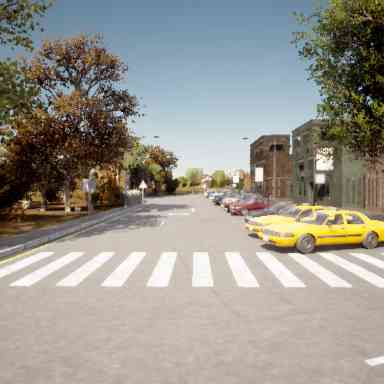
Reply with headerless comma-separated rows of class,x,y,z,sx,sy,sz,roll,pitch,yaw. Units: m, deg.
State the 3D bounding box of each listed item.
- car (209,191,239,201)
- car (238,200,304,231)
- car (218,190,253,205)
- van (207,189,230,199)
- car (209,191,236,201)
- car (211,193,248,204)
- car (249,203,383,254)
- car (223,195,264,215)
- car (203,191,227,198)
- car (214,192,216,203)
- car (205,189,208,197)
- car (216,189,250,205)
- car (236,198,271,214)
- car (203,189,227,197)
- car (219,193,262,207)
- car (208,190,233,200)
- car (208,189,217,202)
car,5.555,0.687,57.840,4.553,1.767,2.185,1,0,-20
car,5.156,1.318,15.762,5.366,1.575,1.946,0,1,-20
car,5.446,0.961,33.835,4.553,1.767,2.185,1,1,-20
van,5.790,0.443,72.904,4.442,1.987,1.878,1,0,-20
car,5.576,0.657,60.841,4.553,1.767,2.185,1,0,-20
car,5.491,0.939,48.827,4.792,1.488,2.163,1,1,-20
car,5.150,1.357,12.761,5.366,1.575,1.946,1,1,-20
car,5.380,1.203,27.826,4.674,1.452,2.002,0,1,-20
car,5.529,0.605,78.806,5.366,1.575,1.946,1,1,-20
car,5.450,1.053,39.834,4.674,1.452,2.002,1,0,-20
car,5.519,0.625,51.825,5.566,2.045,2.435,1,1,-20
car,5.466,0.924,36.836,4.553,1.767,2.185,1,1,-20
car,5.347,1.283,18.826,4.892,1.521,2.231,1,1,-20
car,5.746,0.302,84.895,5.566,2.045,2.435,1,0,-20
car,5.367,1.153,30.817,4.792,1.488,2.163,1,1,-20
car,5.680,0.599,66.857,4.553,1.767,2.185,1,1,-20
car,5.465,0.727,42.809,5.566,2.045,2.435,1,1,-20
